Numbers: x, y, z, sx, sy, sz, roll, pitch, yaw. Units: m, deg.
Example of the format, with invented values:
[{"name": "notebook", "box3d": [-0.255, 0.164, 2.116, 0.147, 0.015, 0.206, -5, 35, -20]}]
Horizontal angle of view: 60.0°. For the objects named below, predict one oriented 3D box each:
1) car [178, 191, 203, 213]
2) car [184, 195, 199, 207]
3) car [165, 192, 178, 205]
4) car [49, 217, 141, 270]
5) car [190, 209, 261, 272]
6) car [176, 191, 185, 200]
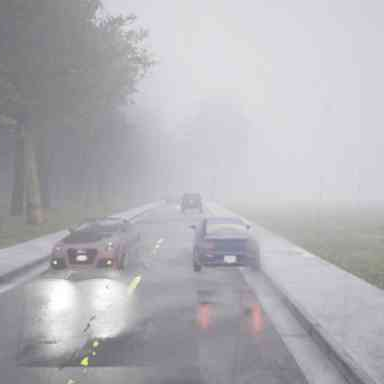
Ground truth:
[{"name": "car", "box3d": [-0.015, 1.080, 34.735, 2.150, 2.045, 5.566, 0, 0, 0]}, {"name": "car", "box3d": [-0.071, 1.297, 48.832, 2.128, 1.511, 4.902, 0, 0, 0]}, {"name": "car", "box3d": [-2.949, 1.011, 52.910, 2.150, 2.045, 5.566, 0, 0, 0]}, {"name": "car", "box3d": [-2.871, 1.521, 10.668, 1.994, 1.385, 4.181, 0, 0, 0]}, {"name": "car", "box3d": [0.941, 1.484, 10.543, 1.812, 1.442, 4.674, 0, 0, 0]}, {"name": "car", "box3d": [-2.931, 0.879, 85.492, 2.150, 2.045, 5.566, 0, 0, 0]}]
